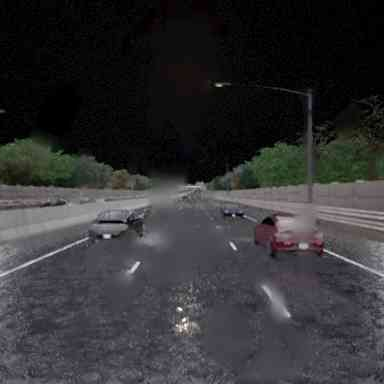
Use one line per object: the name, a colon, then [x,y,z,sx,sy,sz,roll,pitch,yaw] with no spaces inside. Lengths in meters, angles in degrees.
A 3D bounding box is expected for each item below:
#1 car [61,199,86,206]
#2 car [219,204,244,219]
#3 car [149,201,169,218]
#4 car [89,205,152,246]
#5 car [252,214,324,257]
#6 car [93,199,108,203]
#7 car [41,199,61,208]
car: [-17.535,1.760,50.528,2.128,1.511,4.902,0,0,0]
car: [3.620,1.753,31.094,1.895,1.301,4.718,0,0,0]
car: [-3.379,1.665,32.463,1.837,1.490,4.892,0,0,0]
car: [-3.390,1.566,15.692,2.128,1.511,4.902,0,0,0]
car: [3.609,1.587,13.033,1.812,1.442,4.674,0,0,0]
car: [-14.037,1.798,51.059,1.812,1.442,4.674,0,0,0]
car: [-21.027,1.819,50.908,2.033,1.411,5.357,0,0,1]
